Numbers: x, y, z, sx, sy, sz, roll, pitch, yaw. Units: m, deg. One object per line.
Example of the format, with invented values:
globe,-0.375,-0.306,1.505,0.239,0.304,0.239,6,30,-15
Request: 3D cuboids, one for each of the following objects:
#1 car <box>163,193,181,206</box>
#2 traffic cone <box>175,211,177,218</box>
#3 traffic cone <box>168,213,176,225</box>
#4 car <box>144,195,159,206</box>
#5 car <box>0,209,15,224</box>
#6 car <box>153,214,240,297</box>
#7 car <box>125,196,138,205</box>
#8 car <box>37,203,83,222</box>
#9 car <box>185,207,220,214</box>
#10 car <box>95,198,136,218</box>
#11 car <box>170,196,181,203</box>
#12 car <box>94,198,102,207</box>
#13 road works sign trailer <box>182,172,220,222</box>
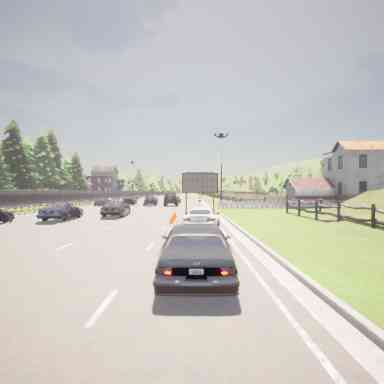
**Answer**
car,-3.334,1.220,53.307,2.150,2.045,5.566,0,0,0
traffic cone,-1.456,1.955,25.127,0.340,0.580,0.340,0,0,0
traffic cone,-1.459,1.955,23.127,0.340,0.580,0.340,0,0,0
car,-6.829,1.351,56.008,2.097,1.767,4.553,0,0,0
car,-13.874,1.547,21.936,2.033,1.411,5.357,0,0,0
car,0.108,1.547,8.770,2.033,1.411,5.357,0,0,1
car,-10.331,1.476,55.497,1.882,1.535,5.008,0,0,0
car,-10.367,1.546,26.522,2.033,1.411,5.357,0,0,0
car,0.543,1.538,18.429,1.812,1.442,4.674,0,-1,6
car,-6.863,1.546,30.289,2.033,1.411,5.357,0,0,0
car,-3.315,1.562,68.522,1.994,1.385,4.181,0,0,0
car,-13.839,1.563,51.824,1.994,1.385,4.181,0,0,0
road works sign trailer,0.514,0.464,22.043,2.380,3.560,2.880,0,0,-4
